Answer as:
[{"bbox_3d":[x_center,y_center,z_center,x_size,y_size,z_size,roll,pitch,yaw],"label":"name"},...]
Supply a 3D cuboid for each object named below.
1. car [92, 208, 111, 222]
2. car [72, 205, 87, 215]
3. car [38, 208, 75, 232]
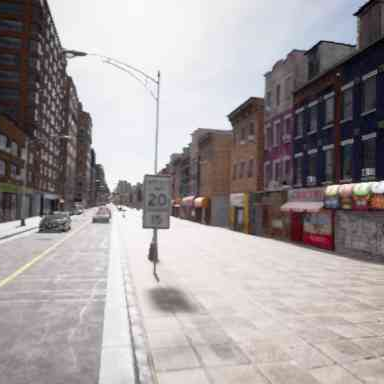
[{"bbox_3d":[-10.767,2.898,39.432,1.895,1.301,4.718,2,-2,-13],"label":"car"},{"bbox_3d":[-14.091,2.384,41.210,1.837,1.490,4.892,2,-2,-13],"label":"car"},{"bbox_3d":[-10.621,2.259,26.013,1.837,1.490,4.892,2,-2,-13],"label":"car"}]
